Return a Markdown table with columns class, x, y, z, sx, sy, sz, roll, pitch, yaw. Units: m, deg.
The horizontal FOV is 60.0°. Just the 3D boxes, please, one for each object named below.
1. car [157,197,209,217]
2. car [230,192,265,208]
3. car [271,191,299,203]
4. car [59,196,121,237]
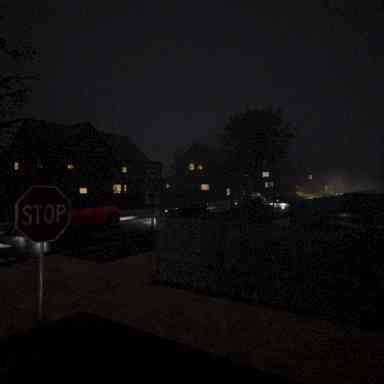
| class | x | y | z | sx | sy | sz | roll | pitch | yaw |
| --- | --- | --- | --- | --- | --- | --- | --- | --- | --- |
| car | -0.558 | 1.035 | 23.702 | 1.994 | 1.385 | 4.181 | 1 | 2 | 35 |
| car | 5.406 | 0.721 | 32.083 | 2.128 | 1.511 | 4.902 | 1 | 2 | 36 |
| car | 11.438 | 0.535 | 40.513 | 2.033 | 1.411 | 5.357 | 1 | 2 | 36 |
| car | -5.767 | 1.035 | 16.362 | 2.097 | 1.767 | 4.553 | 1 | 2 | 35 |
